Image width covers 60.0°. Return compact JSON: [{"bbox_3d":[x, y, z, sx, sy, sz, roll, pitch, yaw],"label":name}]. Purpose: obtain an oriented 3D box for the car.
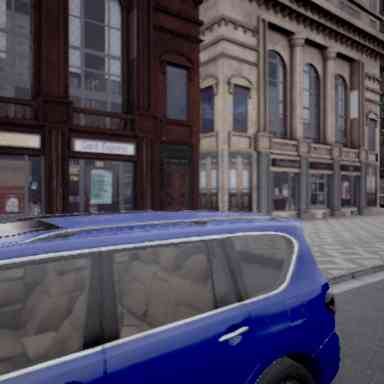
[{"bbox_3d":[-1.134,1.224,2.563,5.566,2.045,2.150,0,0,-36],"label":"car"}]
